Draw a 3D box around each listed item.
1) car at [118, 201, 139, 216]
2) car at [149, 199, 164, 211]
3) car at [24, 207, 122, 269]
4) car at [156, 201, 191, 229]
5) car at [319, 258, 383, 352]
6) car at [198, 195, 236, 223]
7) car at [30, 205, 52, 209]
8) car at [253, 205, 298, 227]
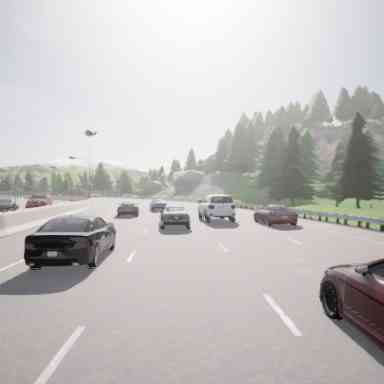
[{"bbox_3d":[-6.129,1.575,31.997,1.994,1.385,4.181,0,0,-9],"label":"car"},{"bbox_3d":[-4.157,1.556,40.784,2.033,1.411,5.357,0,0,-12],"label":"car"},{"bbox_3d":[-3.827,1.484,11.254,1.882,1.535,5.008,0,0,-3],"label":"car"},{"bbox_3d":[-1.184,1.550,21.833,2.033,1.411,5.357,0,0,-6],"label":"car"},{"bbox_3d":[3.453,1.559,4.691,1.994,1.385,4.181,0,0,-2],"label":"car"},{"bbox_3d":[1.831,1.220,26.012,2.150,2.045,5.566,0,0,-7],"label":"car"},{"bbox_3d":[-18.743,1.256,41.141,2.150,2.045,5.566,0,0,-12],"label":"car"},{"bbox_3d":[5.683,1.556,23.088,1.994,1.385,4.181,0,0,-6],"label":"car"}]
